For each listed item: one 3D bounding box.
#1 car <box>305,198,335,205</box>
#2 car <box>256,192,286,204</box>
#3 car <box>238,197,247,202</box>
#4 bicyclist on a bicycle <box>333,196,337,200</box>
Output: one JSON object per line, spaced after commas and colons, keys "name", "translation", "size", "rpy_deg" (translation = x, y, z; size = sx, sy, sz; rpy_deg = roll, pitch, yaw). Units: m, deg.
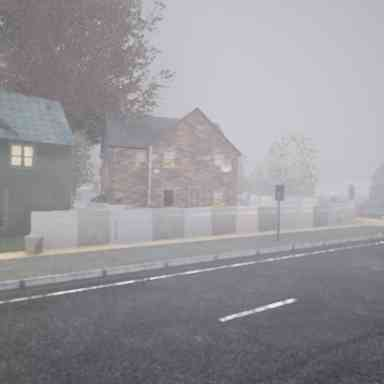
{"name": "car", "translation": [14.250, 1.436, 35.670], "size": [2.128, 1.511, 4.902], "rpy_deg": [2, 0, -20]}
{"name": "car", "translation": [10.835, 1.031, 45.088], "size": [2.150, 2.045, 5.566], "rpy_deg": [2, 0, -20]}
{"name": "car", "translation": [7.190, 1.212, 55.131], "size": [2.033, 1.411, 5.357], "rpy_deg": [2, 0, -19]}
{"name": "bicyclist on a bicycle", "translation": [18.102, 1.349, 42.250], "size": [1.656, 1.620, 0.582], "rpy_deg": [1, 0, -20]}
